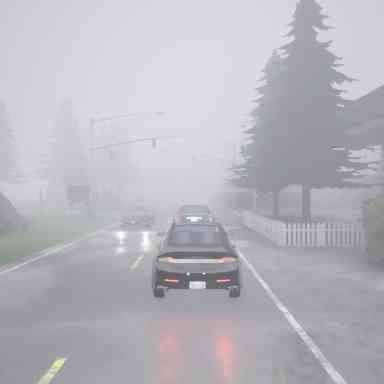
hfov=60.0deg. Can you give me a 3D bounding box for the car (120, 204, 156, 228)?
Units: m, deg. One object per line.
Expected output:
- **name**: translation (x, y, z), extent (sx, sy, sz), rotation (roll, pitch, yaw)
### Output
- **car**: translation (-3.500, 1.561, 22.144), extent (1.837, 1.490, 4.892), rotation (0, 0, 0)

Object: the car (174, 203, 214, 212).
- **car**: translation (0.101, 1.352, 17.670), extent (2.097, 1.767, 4.553), rotation (0, 0, 0)

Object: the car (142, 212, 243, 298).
- **car**: translation (0.100, 1.492, 8.517), extent (2.128, 1.511, 4.902), rotation (0, 0, 0)
